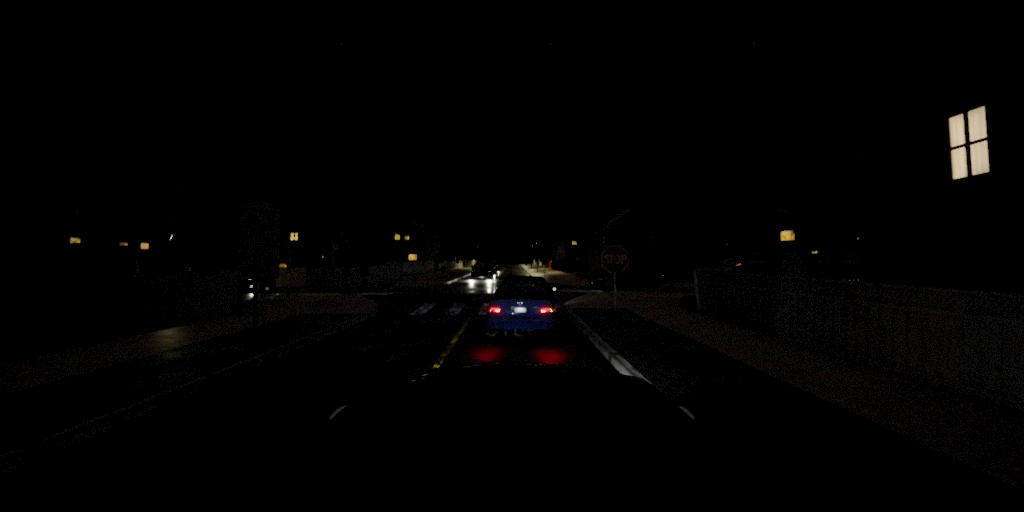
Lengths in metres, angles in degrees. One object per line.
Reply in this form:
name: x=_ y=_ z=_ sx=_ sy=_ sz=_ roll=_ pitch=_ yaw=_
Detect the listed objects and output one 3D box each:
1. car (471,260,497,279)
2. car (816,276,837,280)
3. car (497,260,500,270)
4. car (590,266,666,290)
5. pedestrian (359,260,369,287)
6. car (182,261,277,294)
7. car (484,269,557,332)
car: x=-2.796 y=1.295 z=34.337 sx=1.882 sy=1.535 sz=5.008 roll=0 pitch=0 yaw=0
car: x=20.459 y=1.270 z=25.368 sx=5.008 sy=1.535 sz=1.882 roll=0 pitch=-3 yaw=-17
car: x=-2.775 y=1.356 z=43.789 sx=1.837 sy=1.490 sz=4.892 roll=0 pitch=0 yaw=1
car: x=7.224 y=1.368 z=22.419 sx=4.674 sy=1.442 sz=1.812 roll=0 pitch=-3 yaw=-10
pedestrian: x=-9.784 y=1.140 z=23.717 sx=0.375 sy=1.860 sz=0.375 roll=0 pitch=-3 yaw=-1
car: x=-14.470 y=1.053 z=18.046 sx=4.553 sy=1.767 sz=2.097 roll=0 pitch=-3 yaw=2
car: x=0.378 y=1.307 z=10.852 sx=2.033 sy=1.411 sz=5.357 roll=0 pitch=0 yaw=4
